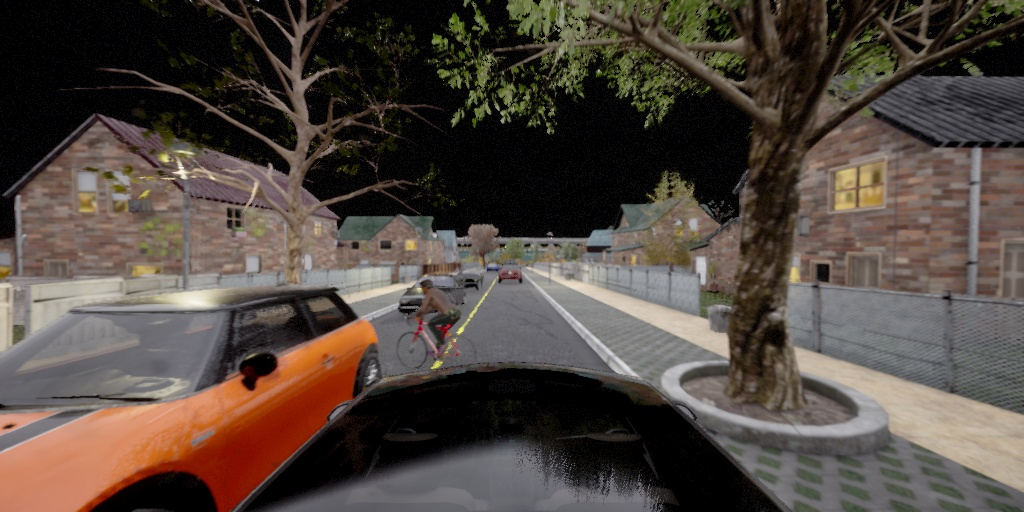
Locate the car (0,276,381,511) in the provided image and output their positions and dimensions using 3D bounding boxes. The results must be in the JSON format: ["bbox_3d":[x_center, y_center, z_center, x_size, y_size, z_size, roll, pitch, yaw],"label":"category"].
[{"bbox_3d":[-2.849,1.117,3.070,2.097,1.767,4.553,0,-1,0],"label":"car"}]

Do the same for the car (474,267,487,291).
[{"bbox_3d":[-2.981,1.610,24.567,1.895,1.301,4.718,0,-1,0],"label":"car"}]

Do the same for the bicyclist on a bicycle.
[{"bbox_3d":[-1.365,1.238,6.314,1.656,1.620,0.582,-1,-1,21],"label":"bicyclist on a bicycle"}]

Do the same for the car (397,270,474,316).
[{"bbox_3d":[-2.928,1.438,14.420,2.033,1.411,5.357,0,-1,0],"label":"car"}]

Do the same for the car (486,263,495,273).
[{"bbox_3d":[-3.226,1.933,59.624,1.882,1.535,5.008,0,-1,0],"label":"car"}]

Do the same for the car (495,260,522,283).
[{"bbox_3d":[-0.140,1.459,32.627,2.097,1.767,4.553,0,-1,0],"label":"car"}]

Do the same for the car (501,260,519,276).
[{"bbox_3d":[-0.247,1.511,46.924,2.150,2.045,5.566,0,-1,0],"label":"car"}]
